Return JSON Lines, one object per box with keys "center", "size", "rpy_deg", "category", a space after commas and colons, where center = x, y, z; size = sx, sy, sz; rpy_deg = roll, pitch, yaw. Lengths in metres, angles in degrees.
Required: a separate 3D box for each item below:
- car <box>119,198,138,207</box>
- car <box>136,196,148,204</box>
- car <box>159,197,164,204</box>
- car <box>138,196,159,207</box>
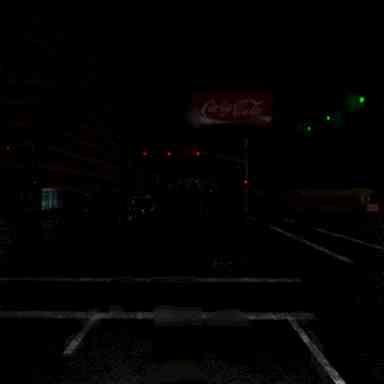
{"center": [-10.540, 1.641, 54.469], "size": [1.812, 1.442, 4.674], "rpy_deg": [0, 0, 0], "category": "car"}
{"center": [-10.480, 1.627, 70.335], "size": [1.882, 1.535, 5.008], "rpy_deg": [0, 0, 0], "category": "car"}
{"center": [-6.980, 1.742, 69.804], "size": [1.895, 1.301, 4.718], "rpy_deg": [0, 0, 0], "category": "car"}
{"center": [-7.043, 1.715, 53.962], "size": [1.895, 1.301, 4.718], "rpy_deg": [0, 0, 0], "category": "car"}
